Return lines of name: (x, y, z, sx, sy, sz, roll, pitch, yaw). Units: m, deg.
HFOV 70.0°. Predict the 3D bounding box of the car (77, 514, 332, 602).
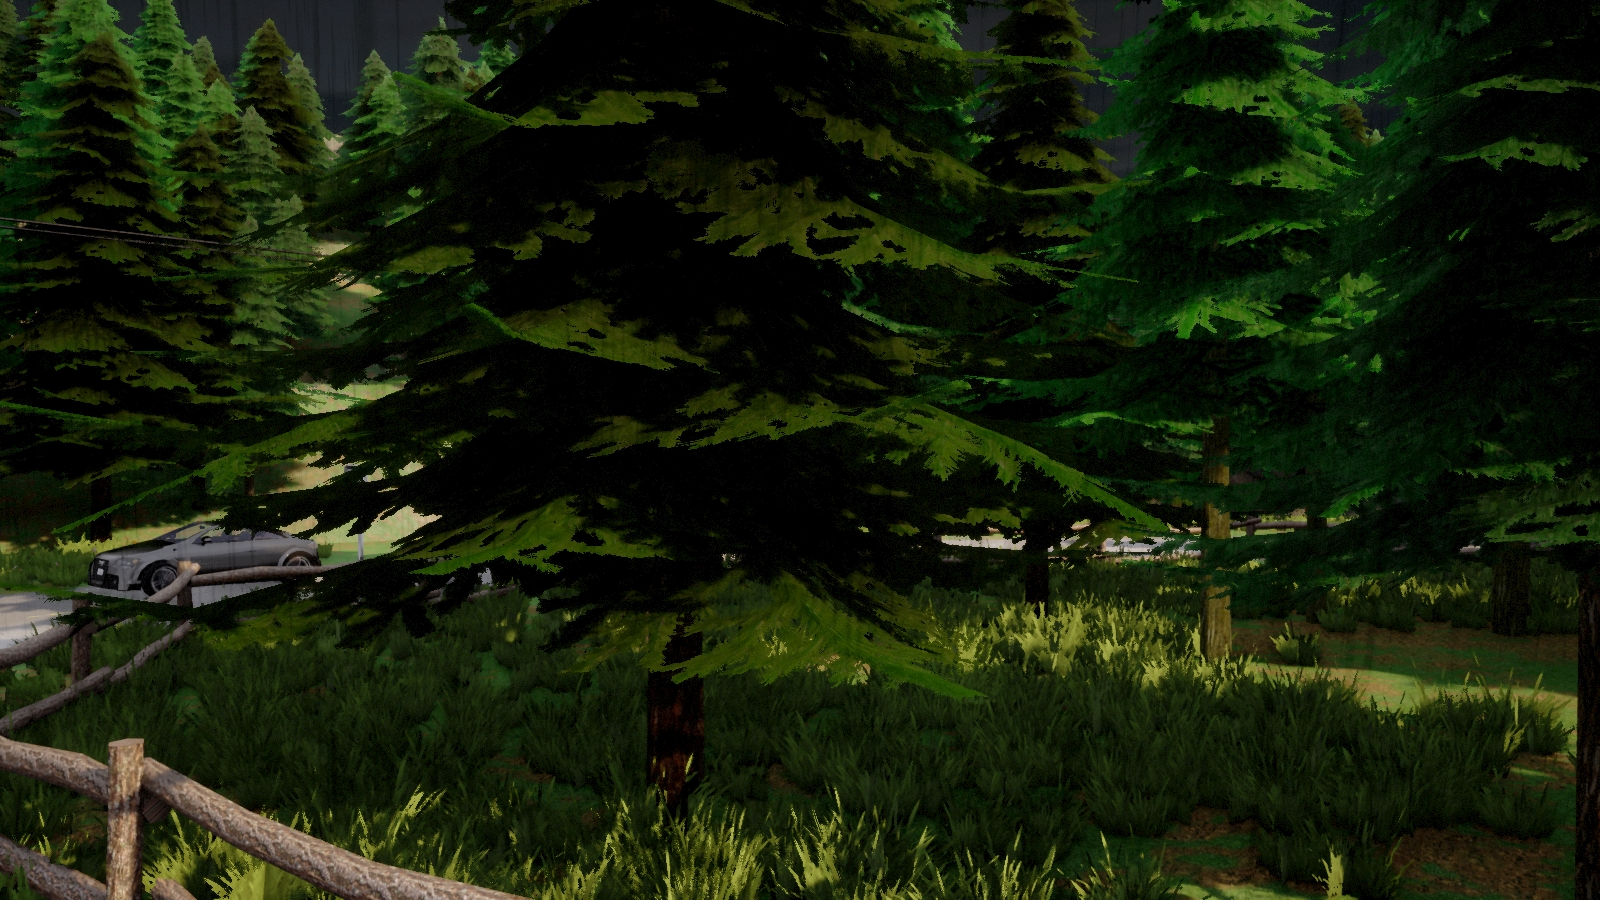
car: (-12.055, 2.119, 23.321, 1.994, 1.385, 4.181, 0, 0, 41)
